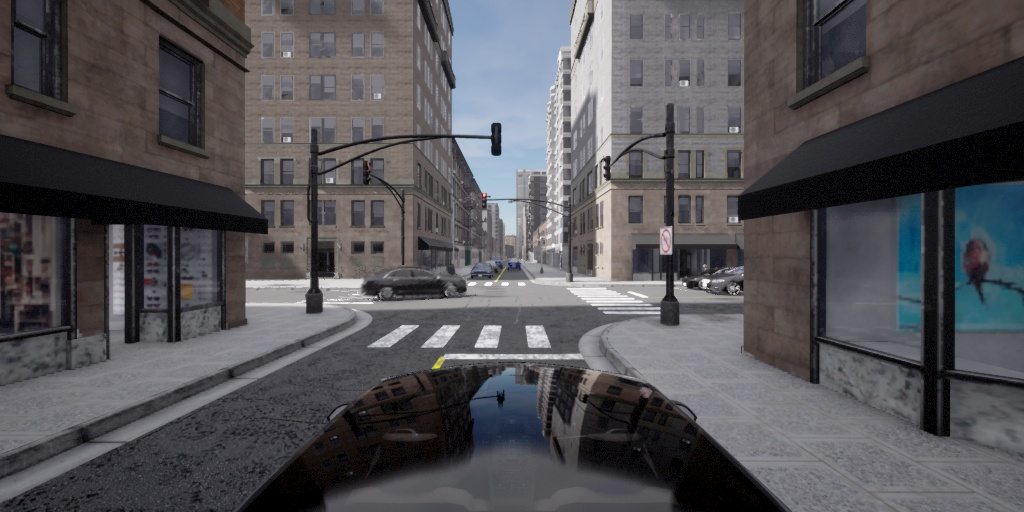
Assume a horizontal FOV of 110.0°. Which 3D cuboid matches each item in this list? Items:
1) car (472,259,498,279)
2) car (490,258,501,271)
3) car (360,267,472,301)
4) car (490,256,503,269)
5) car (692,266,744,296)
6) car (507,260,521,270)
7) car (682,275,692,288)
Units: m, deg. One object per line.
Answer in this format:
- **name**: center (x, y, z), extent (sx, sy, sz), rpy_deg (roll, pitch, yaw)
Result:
- **car**: center (-2.718, 1.305, 33.471), extent (2.033, 1.411, 5.357), rpy_deg (0, 0, 0)
- **car**: center (-2.673, 1.293, 43.759), extent (1.812, 1.442, 4.674), rpy_deg (0, 0, 0)
- **car**: center (-4.654, 1.259, 17.258), extent (4.892, 1.490, 1.837), rpy_deg (-1, 2, -22)
- **car**: center (-2.602, 1.008, 56.647), extent (2.150, 2.045, 5.566), rpy_deg (0, 0, 1)
- **car**: center (12.546, 1.247, 18.775), extent (4.902, 1.511, 2.128), rpy_deg (0, 0, 0)
- **car**: center (0.317, 1.258, 53.873), extent (1.882, 1.535, 5.008), rpy_deg (0, 0, 0)
- **car**: center (12.448, 1.313, 21.314), extent (4.313, 1.339, 1.948), rpy_deg (0, 0, 0)
